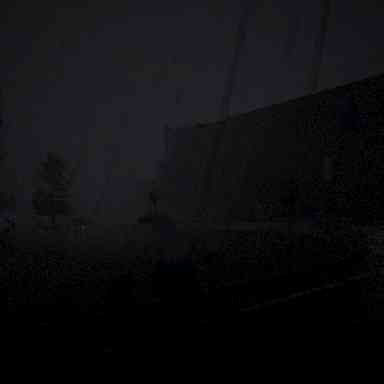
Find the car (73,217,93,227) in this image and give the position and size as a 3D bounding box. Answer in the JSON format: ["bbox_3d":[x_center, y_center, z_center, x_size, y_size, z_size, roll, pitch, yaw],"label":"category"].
[{"bbox_3d":[-16.427,4.438,49.885,2.128,1.511,4.902,0,-5,-36],"label":"car"}]

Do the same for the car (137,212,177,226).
[{"bbox_3d":[-3.444,2.586,32.202,1.895,1.301,4.718,0,-5,-37],"label":"car"}]
